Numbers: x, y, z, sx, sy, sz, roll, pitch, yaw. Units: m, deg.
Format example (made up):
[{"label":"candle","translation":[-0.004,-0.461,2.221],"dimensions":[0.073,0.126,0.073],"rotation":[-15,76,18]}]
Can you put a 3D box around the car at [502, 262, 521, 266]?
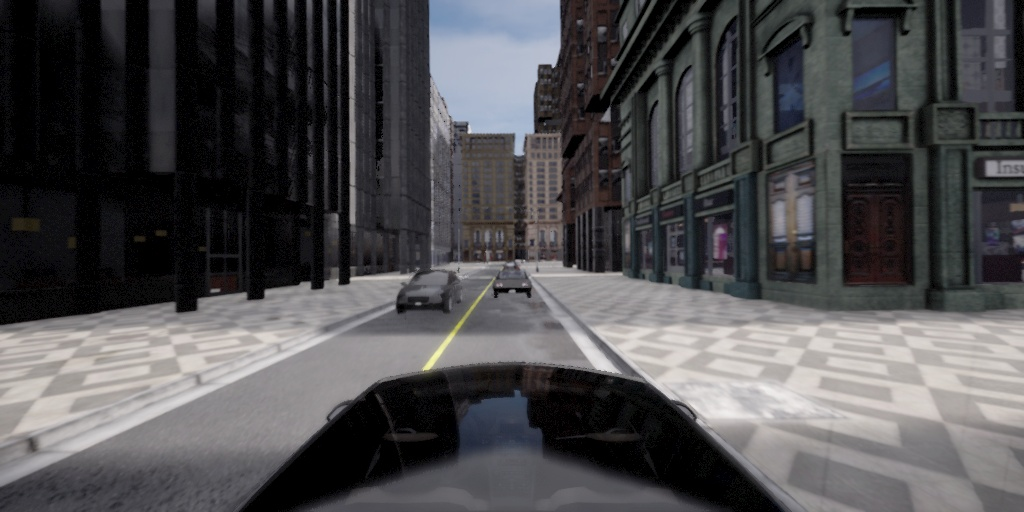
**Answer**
[{"label":"car","translation":[-0.049,1.346,38.337],"dimensions":[1.812,1.442,4.674],"rotation":[-1,0,0]}]

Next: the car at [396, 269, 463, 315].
[{"label":"car","translation":[-3.057,1.302,14.072],"dimensions":[1.837,1.490,4.892],"rotation":[-1,0,0]}]

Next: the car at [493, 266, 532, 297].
[{"label":"car","translation":[0.013,1.379,18.995],"dimensions":[1.895,1.301,4.718],"rotation":[-1,0,0]}]
